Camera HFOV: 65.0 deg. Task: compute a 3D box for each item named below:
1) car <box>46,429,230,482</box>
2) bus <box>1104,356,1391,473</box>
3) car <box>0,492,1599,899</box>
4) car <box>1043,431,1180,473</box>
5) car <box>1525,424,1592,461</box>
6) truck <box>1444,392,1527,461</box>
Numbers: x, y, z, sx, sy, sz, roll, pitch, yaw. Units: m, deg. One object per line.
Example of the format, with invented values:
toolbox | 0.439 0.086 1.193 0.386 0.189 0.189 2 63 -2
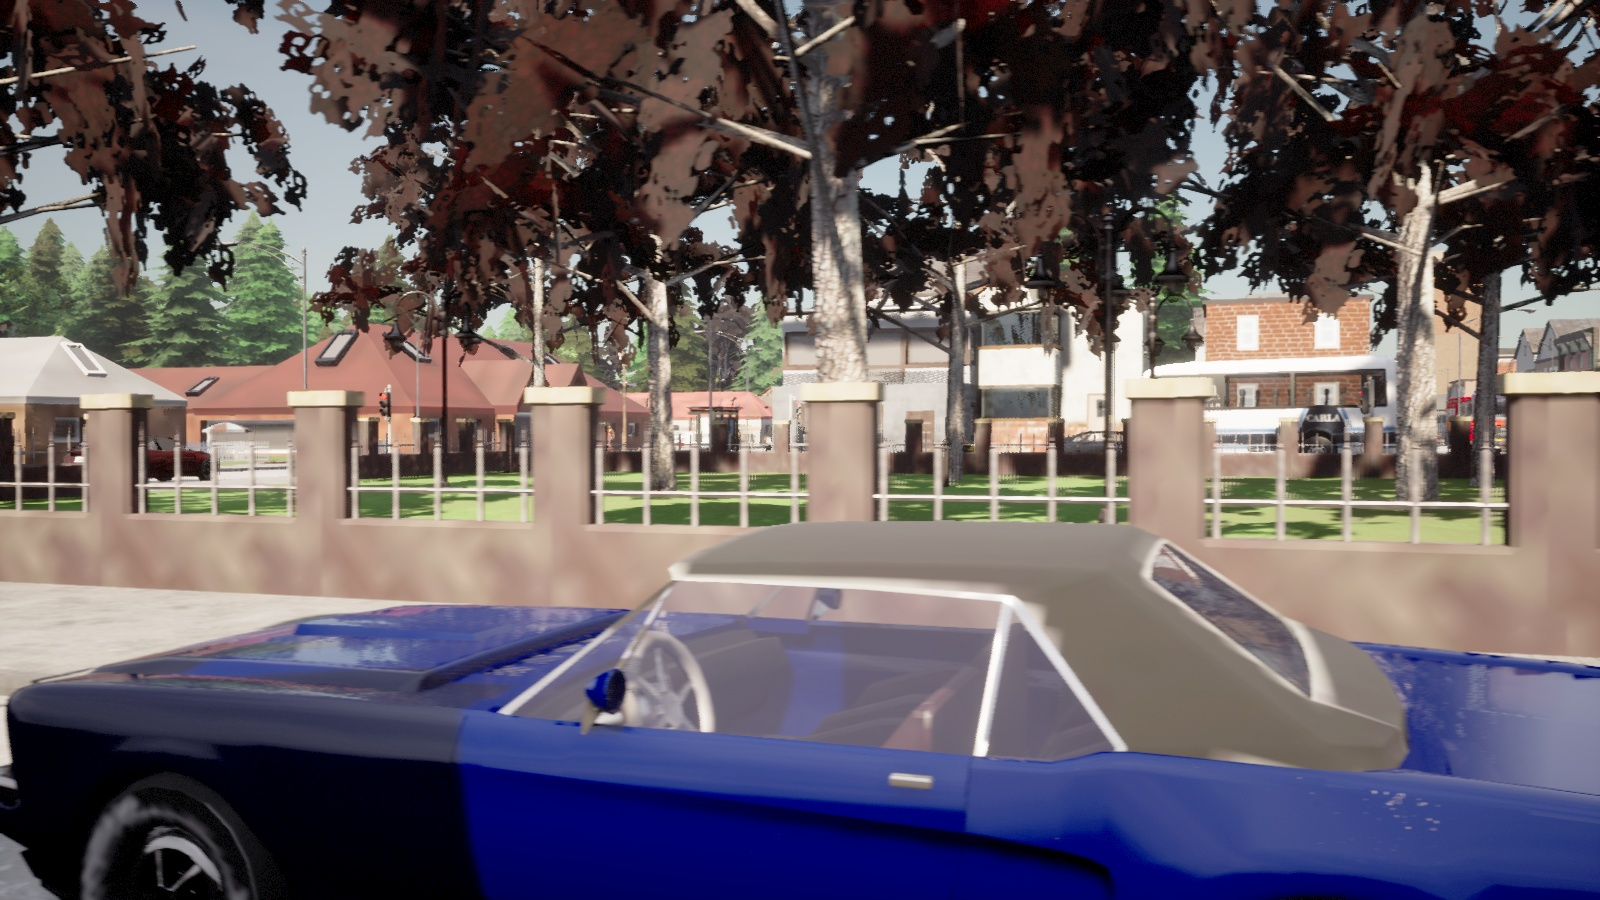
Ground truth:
car | -19.776 0.122 37.788 2.163 1.488 4.792 1 1 17
bus | 17.520 -1.277 49.468 10.273 4.253 3.944 0 0 23
car | -0.086 0.865 3.753 4.718 1.301 1.895 1 1 19
car | 11.774 0.063 47.462 4.902 1.511 2.128 1 1 16
car | 44.160 -0.448 73.218 2.150 2.045 5.566 1 1 19
truck | 40.131 -1.357 73.773 2.891 3.827 8.468 1 1 19
